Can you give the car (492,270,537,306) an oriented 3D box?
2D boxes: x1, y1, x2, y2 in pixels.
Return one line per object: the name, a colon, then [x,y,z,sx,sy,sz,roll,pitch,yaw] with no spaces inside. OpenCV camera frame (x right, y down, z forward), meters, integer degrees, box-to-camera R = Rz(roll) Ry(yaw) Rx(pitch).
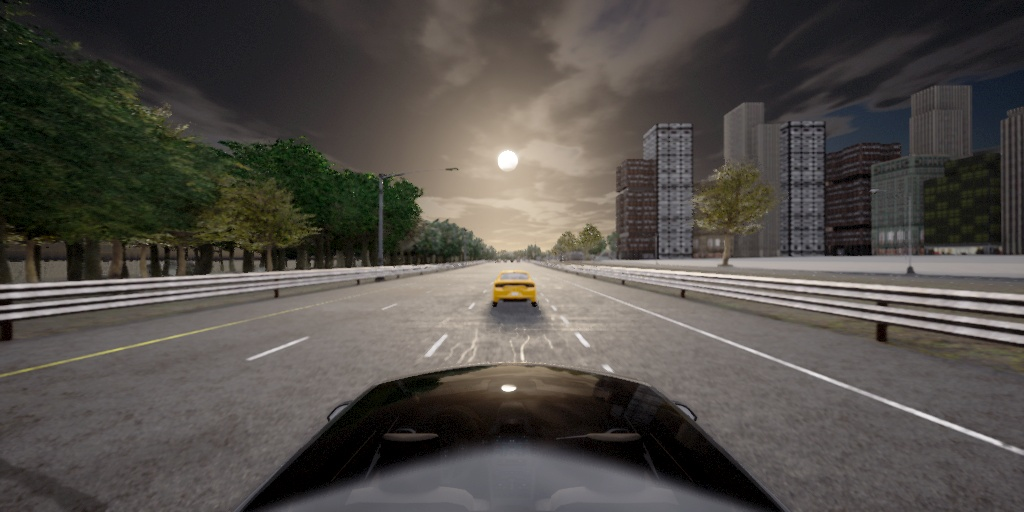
car: [0.084,1.412,17.073,1.882,1.535,5.008,0,0,-1]
